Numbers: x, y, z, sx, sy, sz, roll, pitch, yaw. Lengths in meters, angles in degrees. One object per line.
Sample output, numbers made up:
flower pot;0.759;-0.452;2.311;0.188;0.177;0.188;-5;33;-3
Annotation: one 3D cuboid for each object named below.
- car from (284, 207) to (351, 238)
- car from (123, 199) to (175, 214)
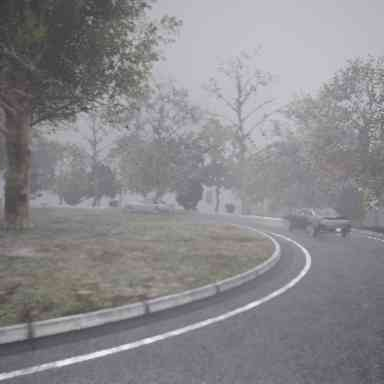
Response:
car;6.787;1.597;18.593;2.128;1.511;4.902;2;0;-8
car;-4.037;1.283;30.957;4.718;1.301;1.895;2;0;21
